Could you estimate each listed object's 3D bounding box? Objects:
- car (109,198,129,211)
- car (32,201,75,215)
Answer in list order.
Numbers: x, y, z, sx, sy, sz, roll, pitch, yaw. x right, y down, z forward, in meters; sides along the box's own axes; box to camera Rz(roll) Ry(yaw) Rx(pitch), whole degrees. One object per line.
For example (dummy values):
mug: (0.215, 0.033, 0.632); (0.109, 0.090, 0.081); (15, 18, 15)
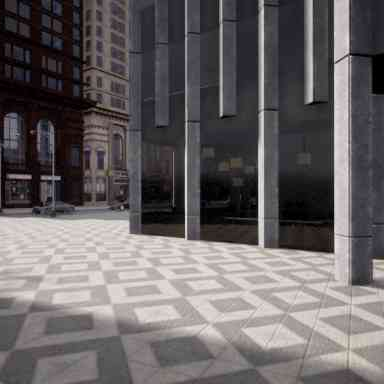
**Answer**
car: (-8.634, 1.608, 43.491); (1.837, 1.490, 4.892); (0, 0, 36)
car: (-14.590, 1.638, 35.161); (1.994, 1.385, 4.181); (0, 0, 36)
